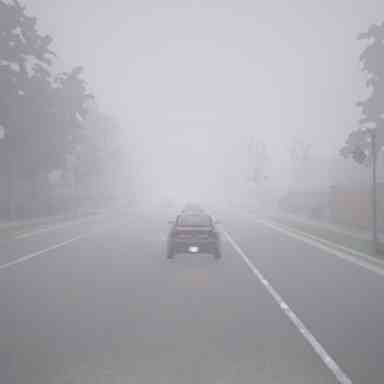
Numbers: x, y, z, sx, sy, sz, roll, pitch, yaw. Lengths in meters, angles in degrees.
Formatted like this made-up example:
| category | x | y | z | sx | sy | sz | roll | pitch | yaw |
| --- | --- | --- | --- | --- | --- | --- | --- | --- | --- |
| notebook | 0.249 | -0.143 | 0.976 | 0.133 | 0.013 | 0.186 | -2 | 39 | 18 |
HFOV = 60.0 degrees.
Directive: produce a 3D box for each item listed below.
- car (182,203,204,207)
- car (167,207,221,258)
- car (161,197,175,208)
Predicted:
| category | x | y | z | sx | sy | sz | roll | pitch | yaw |
| --- | --- | --- | --- | --- | --- | --- | --- | --- | --- |
| car | 0.083 | 1.659 | 28.472 | 1.994 | 1.385 | 4.181 | 0 | 0 | 0 |
| car | 0.074 | 1.551 | 12.959 | 1.837 | 1.490 | 4.892 | 0 | 0 | 0 |
| car | -3.563 | 1.587 | 49.422 | 1.882 | 1.535 | 5.008 | 0 | 0 | 0 |
